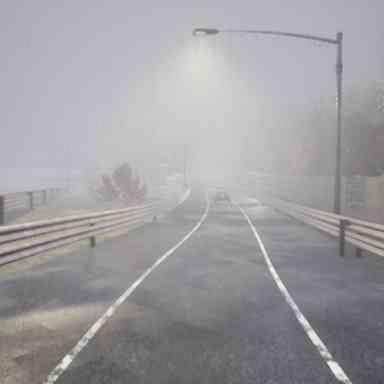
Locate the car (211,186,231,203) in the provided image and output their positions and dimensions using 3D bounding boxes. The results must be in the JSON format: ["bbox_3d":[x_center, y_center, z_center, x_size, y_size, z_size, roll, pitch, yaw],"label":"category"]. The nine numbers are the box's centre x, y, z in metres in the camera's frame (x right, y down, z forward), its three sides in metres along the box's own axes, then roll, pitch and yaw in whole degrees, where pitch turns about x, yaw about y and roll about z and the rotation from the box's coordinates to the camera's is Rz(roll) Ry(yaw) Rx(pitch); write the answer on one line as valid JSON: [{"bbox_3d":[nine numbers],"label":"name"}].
[{"bbox_3d":[3.943,0.478,44.082,2.097,1.767,4.553,1,3,2],"label":"car"}]

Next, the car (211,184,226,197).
[{"bbox_3d":[4.241,-0.211,54.187,2.097,1.767,4.553,0,4,0],"label":"car"}]
